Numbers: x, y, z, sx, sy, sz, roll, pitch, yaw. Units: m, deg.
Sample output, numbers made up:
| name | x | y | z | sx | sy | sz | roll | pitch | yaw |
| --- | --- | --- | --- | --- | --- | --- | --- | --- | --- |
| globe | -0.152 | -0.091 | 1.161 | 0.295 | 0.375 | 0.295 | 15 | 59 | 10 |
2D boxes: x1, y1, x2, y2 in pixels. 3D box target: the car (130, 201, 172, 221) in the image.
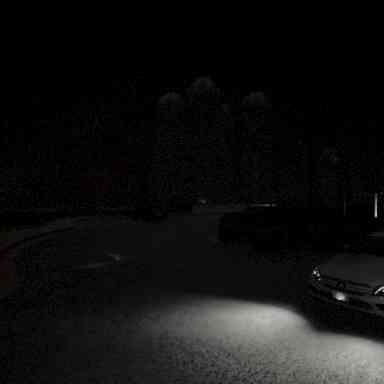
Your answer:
| name | x | y | z | sx | sy | sz | roll | pitch | yaw |
| --- | --- | --- | --- | --- | --- | --- | --- | --- | --- |
| car | -3.726 | 1.652 | 28.438 | 1.784 | 1.438 | 3.905 | 1 | 0 | -36 |

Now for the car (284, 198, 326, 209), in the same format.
| name | x | y | z | sx | sy | sz | roll | pitch | yaw |
| --- | --- | --- | --- | --- | --- | --- | --- | --- | --- |
| car | 14.353 | 1.636 | 41.799 | 1.932 | 1.855 | 4.605 | 1 | 0 | -36 |

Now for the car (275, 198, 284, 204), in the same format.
| name | x | y | z | sx | sy | sz | roll | pitch | yaw |
| --- | --- | --- | --- | --- | --- | --- | --- | --- | --- |
| car | 17.897 | 1.934 | 60.760 | 2.242 | 1.667 | 4.611 | 1 | 0 | -36 |

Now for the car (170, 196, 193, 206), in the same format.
| name | x | y | z | sx | sy | sz | roll | pitch | yaw |
| --- | --- | --- | --- | --- | --- | --- | --- | --- | --- |
| car | -1.682 | 1.558 | 46.530 | 1.905 | 1.878 | 3.866 | 1 | 0 | -36 |

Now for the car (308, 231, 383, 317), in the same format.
| name | x | y | z | sx | sy | sz | roll | pitch | yaw |
| --- | --- | --- | --- | --- | --- | --- | --- | --- | --- |
| car | 4.513 | 1.595 | 7.229 | 4.674 | 1.442 | 1.812 | 1 | 0 | -36 |

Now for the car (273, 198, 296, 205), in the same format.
| name | x | y | z | sx | sy | sz | roll | pitch | yaw |
| --- | --- | --- | --- | --- | --- | --- | --- | --- | --- |
| car | 20.009 | 2.055 | 71.892 | 4.902 | 1.511 | 2.128 | 1 | 0 | -36 |

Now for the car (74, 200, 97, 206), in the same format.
| name | x | y | z | sx | sy | sz | roll | pitch | yaw |
| --- | --- | --- | --- | --- | --- | --- | --- | --- | --- |
| car | -12.255 | 1.634 | 38.144 | 1.816 | 1.474 | 4.193 | 1 | 0 | -36 |
